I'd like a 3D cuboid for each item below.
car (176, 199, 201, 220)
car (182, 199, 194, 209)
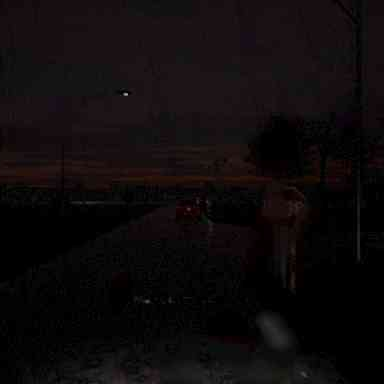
[{"bbox_3d":[-0.306,1.455,29.425,2.097,1.767,4.553,0,0,-1],"label":"car"},{"bbox_3d":[-0.638,1.856,52.967,1.812,1.442,4.674,0,-1,-1],"label":"car"}]
